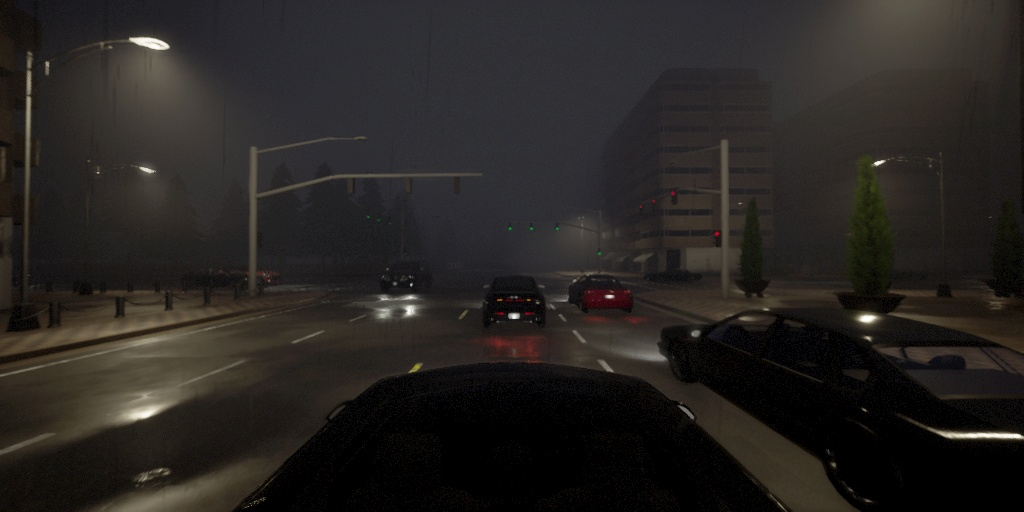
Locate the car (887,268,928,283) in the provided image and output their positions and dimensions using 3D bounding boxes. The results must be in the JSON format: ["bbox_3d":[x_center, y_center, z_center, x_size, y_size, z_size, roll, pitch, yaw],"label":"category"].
[{"bbox_3d":[34.387,1.774,32.540,4.718,1.301,1.895,0,-1,0],"label":"car"}]

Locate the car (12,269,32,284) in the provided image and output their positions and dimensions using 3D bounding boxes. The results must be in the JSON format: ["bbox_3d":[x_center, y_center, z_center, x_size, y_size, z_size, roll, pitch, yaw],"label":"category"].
[{"bbox_3d":[-41.202,1.481,28.314,4.553,1.767,2.097,0,-1,0],"label":"car"}]

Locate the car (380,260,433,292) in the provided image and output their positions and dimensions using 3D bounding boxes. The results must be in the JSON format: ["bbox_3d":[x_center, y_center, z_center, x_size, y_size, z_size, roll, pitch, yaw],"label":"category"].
[{"bbox_3d":[-6.815,1.302,23.820,2.150,2.045,5.566,0,-1,1],"label":"car"}]

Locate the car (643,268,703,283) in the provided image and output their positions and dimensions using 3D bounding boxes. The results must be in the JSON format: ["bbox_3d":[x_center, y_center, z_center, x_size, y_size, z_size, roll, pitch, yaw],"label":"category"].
[{"bbox_3d":[14.382,1.773,32.268,4.718,1.301,1.895,0,-1,-3],"label":"car"}]

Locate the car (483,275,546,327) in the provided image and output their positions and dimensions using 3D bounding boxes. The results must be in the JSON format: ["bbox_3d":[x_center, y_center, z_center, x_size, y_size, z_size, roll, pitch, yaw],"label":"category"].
[{"bbox_3d":[0.068,1.381,12.076,1.837,1.490,4.892,0,0,0],"label":"car"}]

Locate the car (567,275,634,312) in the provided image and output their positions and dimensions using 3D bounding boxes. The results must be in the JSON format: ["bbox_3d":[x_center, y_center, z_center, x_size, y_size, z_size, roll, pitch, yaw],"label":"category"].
[{"bbox_3d":[3.570,1.475,15.109,1.994,1.385,4.181,0,-1,0],"label":"car"}]

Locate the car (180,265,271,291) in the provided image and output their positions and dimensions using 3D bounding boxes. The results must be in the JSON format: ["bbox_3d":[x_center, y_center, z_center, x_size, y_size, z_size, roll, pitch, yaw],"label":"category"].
[{"bbox_3d":[-20.106,1.578,24.952,4.902,1.511,2.128,0,-1,0],"label":"car"}]

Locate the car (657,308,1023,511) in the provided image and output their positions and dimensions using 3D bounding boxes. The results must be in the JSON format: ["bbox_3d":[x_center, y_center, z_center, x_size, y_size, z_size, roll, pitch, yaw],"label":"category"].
[{"bbox_3d":[3.599,1.327,4.177,2.033,1.411,5.357,0,-1,0],"label":"car"}]

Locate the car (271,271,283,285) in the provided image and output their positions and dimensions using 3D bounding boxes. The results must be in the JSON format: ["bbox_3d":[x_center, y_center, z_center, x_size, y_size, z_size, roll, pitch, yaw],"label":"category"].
[{"bbox_3d":[-20.821,1.482,28.449,4.553,1.767,2.097,0,-1,0],"label":"car"}]
